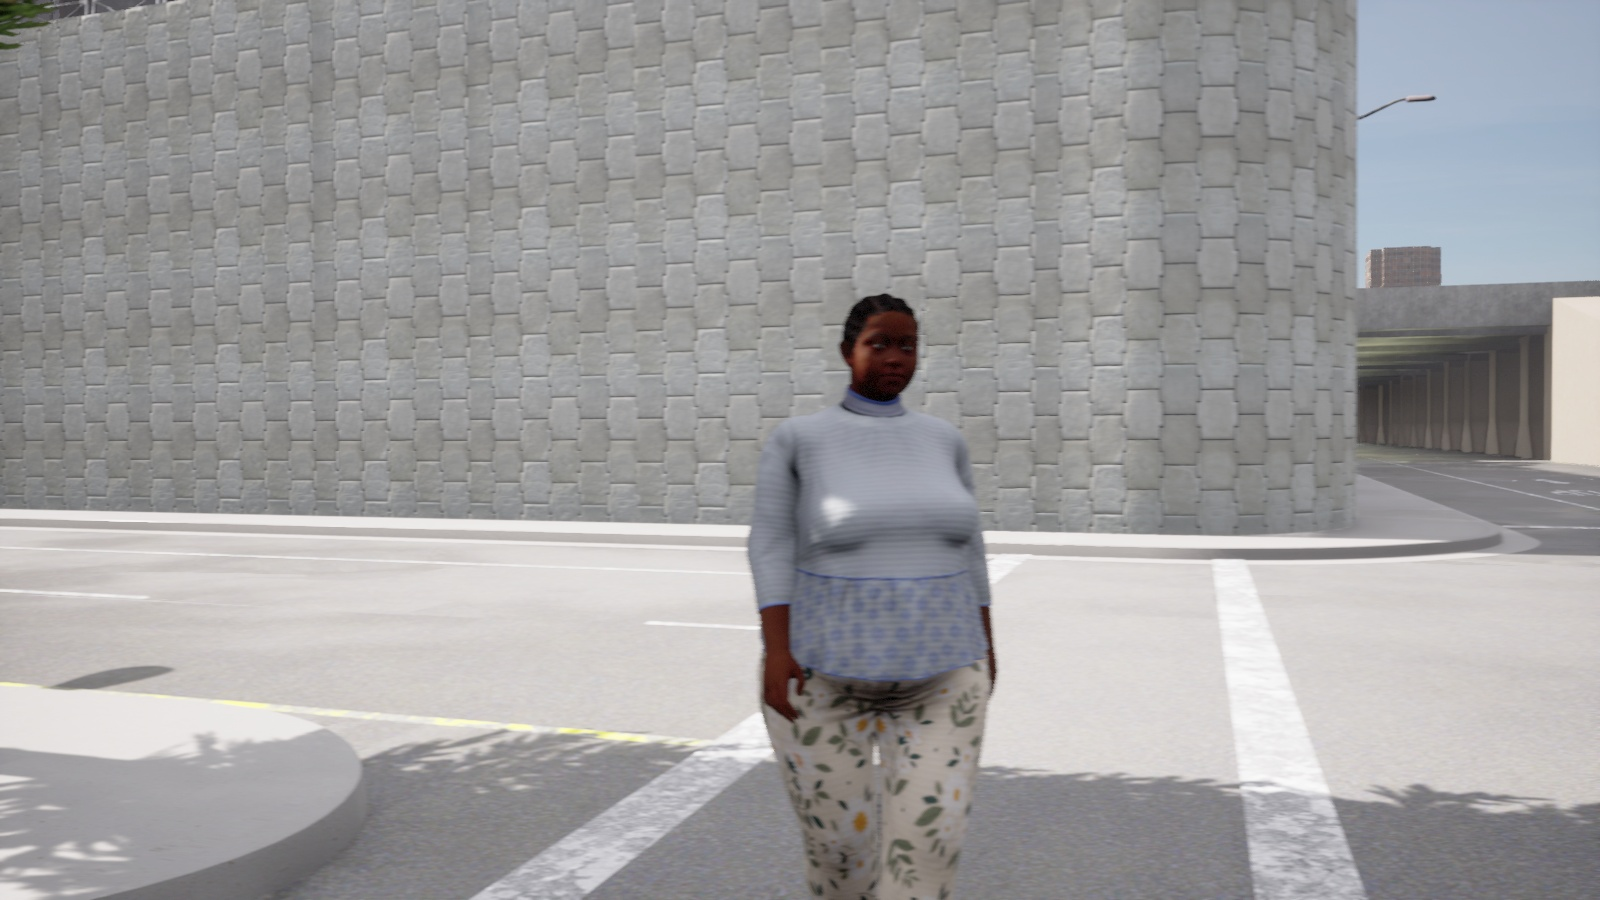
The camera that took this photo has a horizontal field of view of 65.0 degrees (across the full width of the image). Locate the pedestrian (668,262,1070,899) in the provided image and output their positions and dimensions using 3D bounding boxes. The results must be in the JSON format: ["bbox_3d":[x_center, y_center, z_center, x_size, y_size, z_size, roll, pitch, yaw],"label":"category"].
[{"bbox_3d":[0.109,0.521,3.184,0.874,1.855,0.900,0,1,-6],"label":"pedestrian"}]
